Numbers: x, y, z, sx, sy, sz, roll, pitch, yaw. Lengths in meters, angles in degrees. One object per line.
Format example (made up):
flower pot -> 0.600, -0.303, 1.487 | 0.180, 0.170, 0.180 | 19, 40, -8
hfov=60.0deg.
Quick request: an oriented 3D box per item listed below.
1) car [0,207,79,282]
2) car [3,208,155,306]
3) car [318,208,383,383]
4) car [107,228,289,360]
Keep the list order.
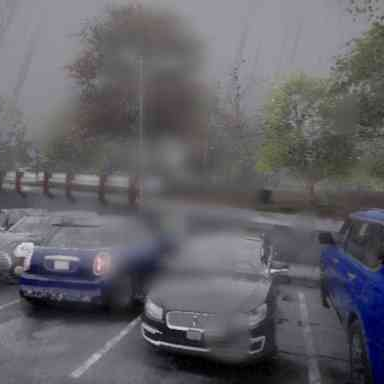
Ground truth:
car -> -4.234, 1.382, 9.895 | 2.185, 1.767, 4.553 | 0, -1, 15
car -> -1.797, 1.374, 8.080 | 2.185, 1.767, 4.553 | 0, -1, 15
car -> 3.132, 1.236, 4.626 | 2.435, 2.045, 5.566 | 0, -1, 16
car -> 0.677, 1.495, 6.357 | 2.231, 1.521, 4.892 | 0, -1, 15
